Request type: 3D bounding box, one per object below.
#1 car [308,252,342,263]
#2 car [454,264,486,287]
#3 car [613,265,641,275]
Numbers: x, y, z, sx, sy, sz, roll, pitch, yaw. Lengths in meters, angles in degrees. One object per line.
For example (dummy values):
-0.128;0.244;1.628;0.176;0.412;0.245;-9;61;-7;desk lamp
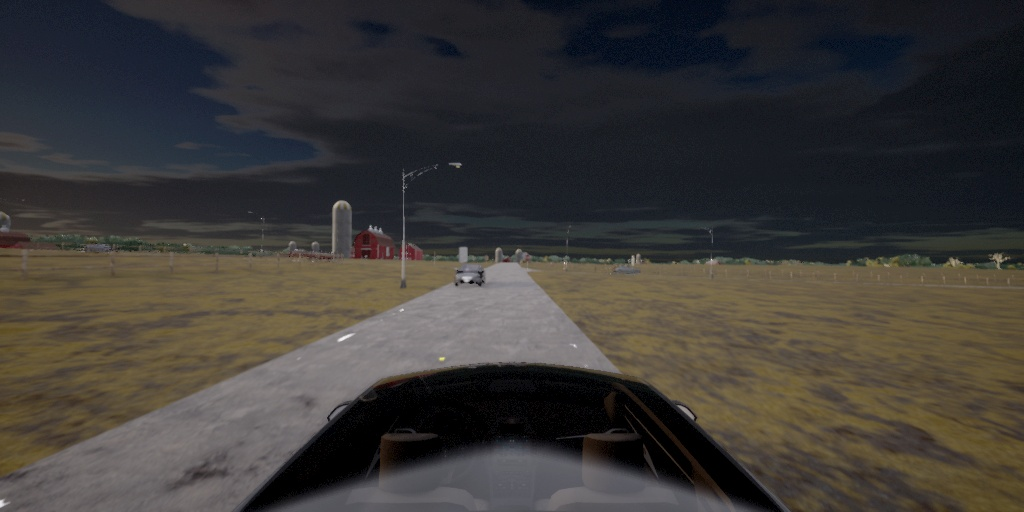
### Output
-28.824;0.110;55.587;5.008;1.535;1.882;2;-1;0;car
-2.854;1.312;25.158;2.128;1.511;4.902;0;0;0;car
17.913;2.177;55.874;4.181;1.385;1.994;2;-1;0;car
